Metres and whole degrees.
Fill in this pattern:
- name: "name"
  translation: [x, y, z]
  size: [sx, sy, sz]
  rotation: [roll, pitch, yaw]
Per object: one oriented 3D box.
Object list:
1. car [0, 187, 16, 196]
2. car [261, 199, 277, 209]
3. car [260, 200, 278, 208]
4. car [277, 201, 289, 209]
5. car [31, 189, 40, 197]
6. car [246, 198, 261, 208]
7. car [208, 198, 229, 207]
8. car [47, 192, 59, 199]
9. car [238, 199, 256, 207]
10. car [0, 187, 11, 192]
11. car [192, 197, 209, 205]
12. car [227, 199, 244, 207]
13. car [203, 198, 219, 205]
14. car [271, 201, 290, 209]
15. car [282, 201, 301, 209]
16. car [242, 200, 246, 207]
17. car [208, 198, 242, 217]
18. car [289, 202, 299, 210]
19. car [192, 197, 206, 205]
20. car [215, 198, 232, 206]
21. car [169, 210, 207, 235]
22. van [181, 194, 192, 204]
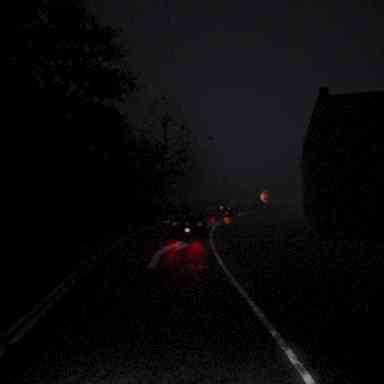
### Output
- name: "car"
  translation: [-35.320, -0.066, 63.475]
  size: [2.002, 1.452, 4.674]
  rotation: [4, -1, -14]
- name: "car"
  translation: [12.840, 2.072, 62.000]
  size: [2.435, 2.045, 5.566]
  rotation: [3, -1, -14]
- name: "car"
  translation: [17.696, 2.813, 76.595]
  size: [2.097, 1.535, 5.008]
  rotation: [3, -1, -14]
- name: "car"
  translation: [15.542, 2.480, 62.616]
  size: [2.231, 1.521, 4.892]
  rotation: [3, -1, -14]
- name: "car"
  translation: [-30.068, 0.163, 64.786]
  size: [2.185, 1.767, 4.553]
  rotation: [4, -1, -14]
- name: "car"
  translation: [10.123, 2.157, 61.307]
  size: [2.097, 1.535, 5.008]
  rotation: [3, -1, -14]
- name: "car"
  translation: [4.715, 1.831, 60.035]
  size: [2.163, 1.488, 4.792]
  rotation: [4, -1, -14]
- name: "car"
  translation: [-27.382, 0.490, 65.399]
  size: [2.097, 1.535, 5.008]
  rotation: [4, -1, -14]
- name: "car"
  translation: [12.363, 2.539, 75.501]
  size: [1.946, 1.575, 5.366]
  rotation: [3, -1, -14]
- name: "car"
  translation: [-29.553, 0.030, 51.424]
  size: [2.097, 1.535, 5.008]
  rotation: [4, -1, -14]
- name: "car"
  translation: [2.029, 1.649, 59.325]
  size: [2.163, 1.488, 4.792]
  rotation: [4, -1, -14]
- name: "car"
  translation: [9.650, 2.383, 74.845]
  size: [1.946, 1.575, 5.366]
  rotation: [3, -1, -14]
- name: "car"
  translation: [4.157, 2.076, 73.329]
  size: [2.002, 1.452, 4.674]
  rotation: [4, -1, -14]
- name: "car"
  translation: [20.405, 2.938, 77.250]
  size: [2.097, 1.535, 5.008]
  rotation: [3, -1, -14]
- name: "car"
  translation: [23.239, 3.060, 77.935]
  size: [2.231, 1.521, 4.892]
  rotation: [3, -1, -14]
- name: "car"
  translation: [7.426, 1.858, 60.693]
  size: [2.185, 1.767, 4.553]
  rotation: [4, -1, -14]
- name: "car"
  translation: [3.661, 1.684, 35.977]
  size: [2.097, 1.767, 4.553]
  rotation: [0, -1, 18]
- name: "car"
  translation: [18.243, 2.653, 63.245]
  size: [2.163, 1.488, 4.792]
  rotation: [3, -1, -14]
- name: "car"
  translation: [1.455, 1.895, 72.676]
  size: [2.002, 1.452, 4.674]
  rotation: [4, -1, -14]
- name: "car"
  translation: [6.976, 2.249, 74.037]
  size: [2.163, 1.488, 4.792]
  rotation: [4, -1, -14]
- name: "car"
  translation: [-0.078, 1.666, 19.042]
  size: [1.895, 1.301, 4.718]
  rotation: [0, -1, 4]
- name: "van"
  translation: [-1.091, 1.456, 71.929]
  size: [1.878, 1.987, 4.442]
  rotation: [4, 0, -14]
